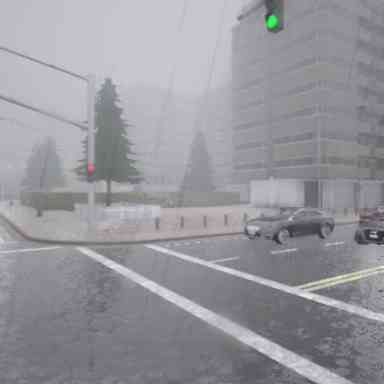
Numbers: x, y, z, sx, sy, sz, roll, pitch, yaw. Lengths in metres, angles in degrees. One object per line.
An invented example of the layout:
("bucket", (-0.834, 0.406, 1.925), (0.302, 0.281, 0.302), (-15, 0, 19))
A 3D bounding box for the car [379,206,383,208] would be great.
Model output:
("car", (12.314, 1.530, 20.465), (4.718, 1.301, 1.895), (0, 0, -33))

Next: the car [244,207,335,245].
("car", (4.571, 1.442, 15.372), (4.902, 1.511, 2.128), (0, 0, -33))

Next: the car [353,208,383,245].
("car", (8.644, 1.516, 13.862), (4.181, 1.385, 1.994), (0, 0, -33))
